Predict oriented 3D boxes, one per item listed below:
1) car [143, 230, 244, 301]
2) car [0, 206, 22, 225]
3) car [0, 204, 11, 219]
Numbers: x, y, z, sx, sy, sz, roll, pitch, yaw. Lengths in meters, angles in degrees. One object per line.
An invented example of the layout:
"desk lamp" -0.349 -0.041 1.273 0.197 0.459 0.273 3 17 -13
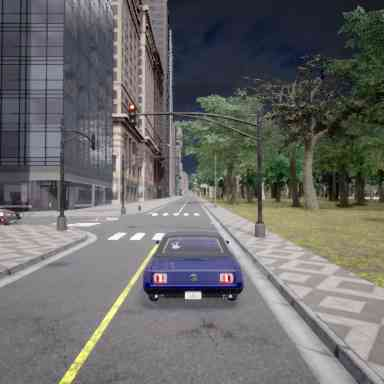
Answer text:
"car" 0.013 1.607 8.311 1.895 1.301 4.718 0 0 0
"car" -13.515 1.372 21.318 4.097 1.590 1.967 0 -2 -1
"car" -18.968 1.727 29.837 4.313 1.339 1.947 0 -1 0
